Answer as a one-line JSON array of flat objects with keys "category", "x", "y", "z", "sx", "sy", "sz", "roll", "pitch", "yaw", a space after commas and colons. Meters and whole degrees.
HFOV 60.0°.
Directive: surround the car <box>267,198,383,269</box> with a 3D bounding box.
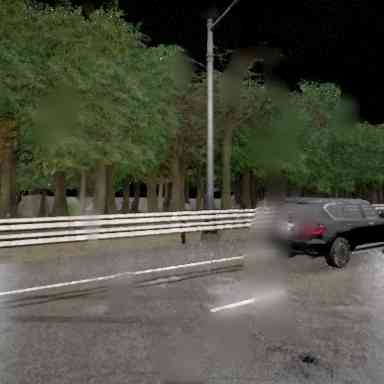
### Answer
[{"category": "car", "x": 5.029, "y": 1.216, "z": 11.411, "sx": 5.566, "sy": 2.045, "sz": 2.150, "roll": 0, "pitch": 0, "yaw": -34}]
